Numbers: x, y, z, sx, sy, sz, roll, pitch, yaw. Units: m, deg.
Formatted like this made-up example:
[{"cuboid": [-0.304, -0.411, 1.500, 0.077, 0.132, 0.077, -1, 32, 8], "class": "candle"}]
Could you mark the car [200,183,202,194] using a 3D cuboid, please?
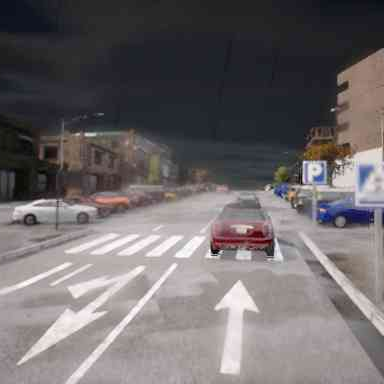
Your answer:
[{"cuboid": [-1.182, -0.395, 60.282, 4.553, 1.767, 2.185, -1, 2, -10], "class": "car"}]

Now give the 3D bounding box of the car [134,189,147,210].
[{"cuboid": [-6.581, 0.828, 28.411, 4.792, 1.488, 2.163, -1, 2, -11], "class": "car"}]

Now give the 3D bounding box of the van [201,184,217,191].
[{"cuboid": [4.817, -1.193, 94.922, 4.442, 1.987, 1.878, -1, 1, -10], "class": "van"}]

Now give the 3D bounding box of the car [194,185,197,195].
[{"cuboid": [-2.194, -0.076, 54.499, 4.892, 1.521, 2.231, -1, 2, -10], "class": "car"}]

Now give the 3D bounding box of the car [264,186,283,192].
[{"cuboid": [22.572, -0.908, 92.221, 4.792, 1.488, 2.163, 1, 0, -10], "class": "car"}]

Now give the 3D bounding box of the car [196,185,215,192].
[{"cuboid": [3.396, -1.001, 86.282, 4.553, 1.767, 2.185, -1, 1, -10], "class": "car"}]

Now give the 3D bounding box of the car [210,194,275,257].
[{"cuboid": [1.944, 1.171, 12.573, 2.097, 1.767, 4.553, 0, 2, 10], "class": "car"}]

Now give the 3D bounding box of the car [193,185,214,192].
[{"cuboid": [2.854, -0.829, 83.396, 4.892, 1.521, 2.231, -1, 1, -10], "class": "car"}]

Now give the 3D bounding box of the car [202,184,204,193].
[{"cuboid": [-0.714, -0.320, 63.182, 4.674, 1.452, 2.002, -1, 1, -10], "class": "car"}]

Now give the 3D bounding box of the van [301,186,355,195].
[{"cuboid": [9.736, 0.772, 21.465, 4.442, 1.987, 1.878, 0, 2, -9], "class": "van"}]

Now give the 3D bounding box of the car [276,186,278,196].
[{"cuboid": [13.674, 0.325, 42.082, 4.792, 1.488, 2.163, 0, 2, -9], "class": "car"}]

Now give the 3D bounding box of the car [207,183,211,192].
[{"cuboid": [0.794, -0.597, 71.843, 5.008, 1.535, 2.097, -1, 1, -10], "class": "car"}]

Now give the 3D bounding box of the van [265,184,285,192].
[{"cuboid": [20.831, -1.067, 83.349, 4.442, 1.987, 1.878, 1, 1, -10], "class": "van"}]

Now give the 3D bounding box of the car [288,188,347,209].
[{"cuboid": [11.337, 0.571, 30.269, 4.553, 1.767, 2.185, 0, 2, -9], "class": "car"}]

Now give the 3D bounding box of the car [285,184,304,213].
[{"cuboid": [10.176, 0.646, 24.374, 5.566, 2.045, 2.435, 0, 2, -9], "class": "car"}]

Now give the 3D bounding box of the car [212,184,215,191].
[{"cuboid": [1.787, -0.976, 77.605, 5.566, 2.045, 2.435, -1, 1, -10], "class": "car"}]

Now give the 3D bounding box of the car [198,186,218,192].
[{"cuboid": [4.402, -0.944, 92.058, 5.008, 1.535, 2.097, -1, 0, -10], "class": "car"}]

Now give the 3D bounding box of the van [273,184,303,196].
[{"cuboid": [16.390, -0.432, 56.875, 4.442, 1.987, 1.878, 0, 2, -10], "class": "van"}]

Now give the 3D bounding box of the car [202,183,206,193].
[{"cuboid": [-0.181, -0.571, 66.060, 4.553, 1.767, 2.185, -1, 2, -10], "class": "car"}]

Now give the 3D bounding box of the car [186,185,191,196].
[{"cuboid": [-3.191, 0.117, 48.720, 5.008, 1.535, 2.097, -1, 2, -10], "class": "car"}]

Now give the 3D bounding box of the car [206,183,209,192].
[{"cuboid": [0.301, -0.525, 68.954, 5.008, 1.535, 2.097, -1, 2, -10], "class": "car"}]

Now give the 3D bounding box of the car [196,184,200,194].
[{"cuboid": [-1.701, -0.175, 57.393, 5.008, 1.535, 2.097, -1, 2, -10], "class": "car"}]

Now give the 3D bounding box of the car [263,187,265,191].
[{"cuboid": [20.232, -0.798, 80.396, 5.366, 1.575, 1.946, 0, 1, -10], "class": "car"}]

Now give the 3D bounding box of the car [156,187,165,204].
[{"cuboid": [-5.606, 0.603, 34.239, 5.008, 1.535, 2.097, -1, 2, -11], "class": "car"}]

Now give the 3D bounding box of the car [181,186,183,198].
[{"cuboid": [-4.164, 0.311, 42.931, 5.008, 1.535, 2.097, -1, 1, -10], "class": "car"}]

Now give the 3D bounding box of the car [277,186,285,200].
[{"cuboid": [13.097, 0.397, 39.117, 4.892, 1.521, 2.231, 0, 2, -9], "class": "car"}]

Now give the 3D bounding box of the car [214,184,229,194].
[{"cuboid": [6.163, -0.567, 65.338, 2.097, 1.767, 4.553, 0, 2, 10], "class": "car"}]

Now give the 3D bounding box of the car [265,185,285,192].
[{"cuboid": [21.443, -1.004, 86.321, 4.553, 1.767, 2.185, 1, 1, -10], "class": "car"}]

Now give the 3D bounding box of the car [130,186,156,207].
[{"cuboid": [-6.048, 0.574, 31.326, 4.553, 1.767, 2.185, -1, 2, -11], "class": "car"}]

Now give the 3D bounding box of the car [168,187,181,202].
[{"cuboid": [-4.456, 0.401, 40.070, 5.366, 1.575, 1.946, -1, 2, -10], "class": "car"}]

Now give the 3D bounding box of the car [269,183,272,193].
[{"cuboid": [15.287, -0.258, 50.956, 5.566, 2.045, 2.435, 0, 2, -10], "class": "car"}]

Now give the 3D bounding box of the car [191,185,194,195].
[{"cuboid": [-2.689, 0.021, 51.610, 4.892, 1.521, 2.231, -1, 2, -10], "class": "car"}]

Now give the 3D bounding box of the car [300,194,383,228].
[{"cuboid": [9.032, 1.097, 18.514, 5.008, 1.535, 2.097, 0, 2, -9], "class": "car"}]

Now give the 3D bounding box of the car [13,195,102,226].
[{"cuboid": [-7.973, 1.131, 19.689, 4.674, 1.452, 2.002, -1, 2, -11], "class": "car"}]

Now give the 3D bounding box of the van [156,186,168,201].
[{"cuboid": [-5.239, 0.283, 37.111, 4.442, 1.987, 1.878, -1, 2, -11], "class": "van"}]

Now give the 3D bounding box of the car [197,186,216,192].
[{"cuboid": [3.916, -0.882, 89.181, 4.792, 1.488, 2.163, -1, 0, -10], "class": "car"}]

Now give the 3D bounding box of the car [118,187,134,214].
[{"cuboid": [-6.999, 0.770, 25.506, 4.553, 1.767, 2.185, -1, 2, -11], "class": "car"}]

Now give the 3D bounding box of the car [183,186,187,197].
[{"cuboid": [-3.641, 0.243, 45.830, 4.792, 1.488, 2.163, -1, 2, -10], "class": "car"}]

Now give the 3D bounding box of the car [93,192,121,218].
[{"cuboid": [-7.472, 1.022, 22.607, 4.792, 1.488, 2.163, -1, 2, -11], "class": "car"}]

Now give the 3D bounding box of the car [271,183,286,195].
[{"cuboid": [14.228, -0.057, 45.034, 5.566, 2.045, 2.435, 0, 2, -10], "class": "car"}]

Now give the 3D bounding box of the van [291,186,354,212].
[{"cuboid": [10.672, 0.571, 27.302, 4.442, 1.987, 1.878, 0, 2, -9], "class": "van"}]

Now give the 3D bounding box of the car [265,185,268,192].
[{"cuboid": [17.323, -0.641, 62.757, 5.566, 2.045, 2.435, 0, 1, -10], "class": "car"}]
